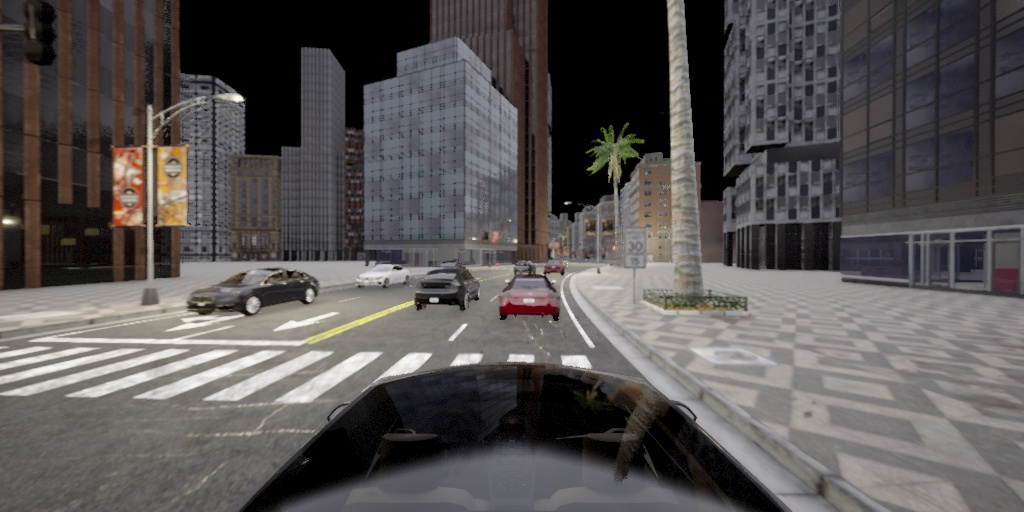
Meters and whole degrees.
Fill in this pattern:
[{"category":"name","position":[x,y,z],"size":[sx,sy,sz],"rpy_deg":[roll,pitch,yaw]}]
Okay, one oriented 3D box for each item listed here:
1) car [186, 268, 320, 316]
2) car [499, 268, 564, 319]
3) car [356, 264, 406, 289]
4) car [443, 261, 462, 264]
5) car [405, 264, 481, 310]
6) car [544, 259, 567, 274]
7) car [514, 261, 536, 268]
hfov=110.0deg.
[{"category":"car","position":[-9.307,1.234,13.423],"size":[1.837,1.490,4.892],"rpy_deg":[0,0,6]},{"category":"car","position":[0.660,1.319,12.846],"size":[1.994,1.385,4.181],"rpy_deg":[0,0,4]},{"category":"car","position":[-8.229,1.260,23.386],"size":[1.812,1.442,4.674],"rpy_deg":[0,0,8]},{"category":"car","position":[-6.119,1.248,35.704],"size":[1.837,1.490,4.892],"rpy_deg":[0,0,13]},{"category":"car","position":[-2.469,1.253,14.637],"size":[1.837,1.490,4.892],"rpy_deg":[0,0,4]},{"category":"car","position":[4.717,1.133,38.600],"size":[2.097,1.767,4.553],"rpy_deg":[0,0,13]},{"category":"car","position":[1.469,1.261,39.007],"size":[2.128,1.511,4.902],"rpy_deg":[0,0,13]}]
